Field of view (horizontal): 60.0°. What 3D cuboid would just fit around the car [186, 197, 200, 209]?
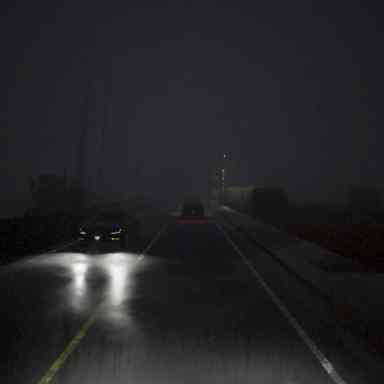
[{"bbox_3d":[0.096,1.478,45.448,1.837,1.490,4.892,0,0,0],"label":"car"}]

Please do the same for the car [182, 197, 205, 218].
[{"bbox_3d":[0.097,1.460,29.625,1.882,1.535,5.008,0,0,0],"label":"car"}]

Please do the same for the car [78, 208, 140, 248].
[{"bbox_3d":[-3.530,1.498,14.891,1.837,1.490,4.892,0,-1,1],"label":"car"}]
